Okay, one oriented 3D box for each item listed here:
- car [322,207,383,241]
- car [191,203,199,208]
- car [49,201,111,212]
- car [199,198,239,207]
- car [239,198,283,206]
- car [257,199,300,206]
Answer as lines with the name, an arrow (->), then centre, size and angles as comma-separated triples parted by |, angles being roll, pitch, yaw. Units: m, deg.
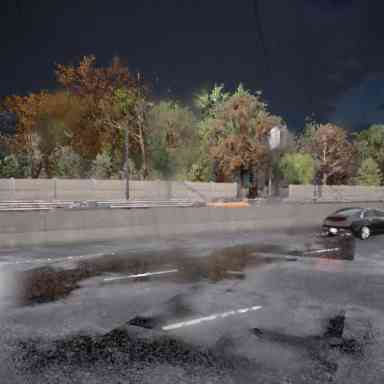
car -> 8.690, 1.507, 16.731 | 4.892, 1.490, 1.837 | -1, 0, -30
car -> 2.258, 1.478, 37.509 | 5.008, 1.535, 1.882 | 0, 0, -30
car -> -8.989, 1.492, 26.933 | 4.902, 1.511, 2.128 | 0, 0, -30
car -> 3.424, 1.354, 34.138 | 4.553, 1.767, 2.097 | 0, 0, -30
car -> 7.236, 1.353, 32.304 | 4.553, 1.767, 2.097 | 0, 0, -30
car -> 8.068, 1.564, 28.743 | 4.181, 1.385, 1.994 | 0, 0, -30
